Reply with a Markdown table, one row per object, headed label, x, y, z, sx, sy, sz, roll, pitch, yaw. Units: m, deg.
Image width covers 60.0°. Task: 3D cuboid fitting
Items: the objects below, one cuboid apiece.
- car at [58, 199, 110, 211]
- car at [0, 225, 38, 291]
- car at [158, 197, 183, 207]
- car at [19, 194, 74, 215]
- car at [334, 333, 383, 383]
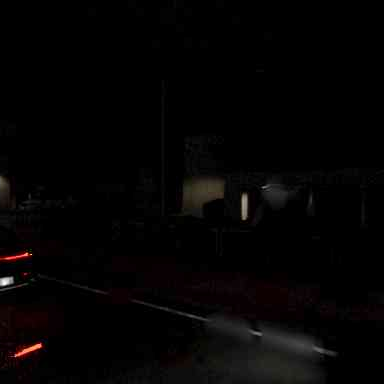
| label | x | y | z | sx | sy | sz | roll | pitch | yaw |
| --- | --- | --- | --- | --- | --- | --- | --- | --- | --- |
| car | -10.813 | 1.593 | 34.016 | 1.895 | 1.301 | 4.718 | 0 | 0 | 35 |
| car | -5.575 | 1.503 | 7.975 | 4.892 | 1.490 | 1.837 | 0 | 0 | 37 |
| car | -3.144 | 1.483 | 50.786 | 2.128 | 1.511 | 4.902 | 0 | 0 | 36 |
| car | -14.805 | 1.213 | 34.443 | 2.150 | 2.045 | 5.566 | 0 | 0 | 35 |
| car | 3.217 | 1.526 | 1.692 | 4.674 | 1.442 | 1.812 | 0 | 0 | 35 |
